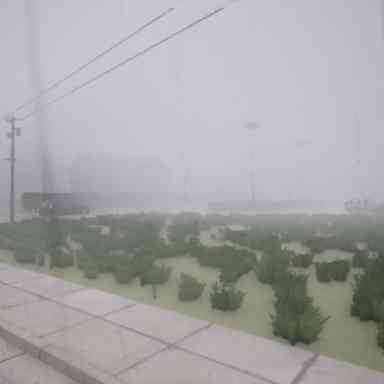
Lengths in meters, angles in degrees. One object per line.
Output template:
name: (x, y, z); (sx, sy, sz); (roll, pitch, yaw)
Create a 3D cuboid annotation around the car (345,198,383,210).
car: (20.048, 1.649, 38.039); (4.605, 1.855, 1.932); (0, 0, 37)

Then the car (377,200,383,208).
car: (33.472, 2.040, 56.068); (3.905, 1.438, 1.784); (0, 0, 37)

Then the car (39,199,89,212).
car: (-12.311, 1.474, 32.291); (2.097, 1.767, 4.553); (0, 0, 35)
